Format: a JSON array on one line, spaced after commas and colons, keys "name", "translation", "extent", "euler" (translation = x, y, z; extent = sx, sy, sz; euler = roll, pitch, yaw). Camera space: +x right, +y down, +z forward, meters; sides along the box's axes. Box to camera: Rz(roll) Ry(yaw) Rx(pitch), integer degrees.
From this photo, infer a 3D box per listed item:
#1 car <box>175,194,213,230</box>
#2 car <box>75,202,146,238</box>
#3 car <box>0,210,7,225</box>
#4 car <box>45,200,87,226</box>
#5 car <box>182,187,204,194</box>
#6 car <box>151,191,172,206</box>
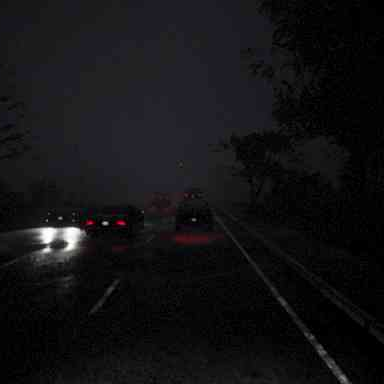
[{"name": "car", "translation": [0.097, 1.108, 18.334], "extent": [1.882, 1.535, 5.008], "euler": [0, 1, 0]}, {"name": "car", "translation": [-3.402, 1.234, 15.555], "extent": [2.033, 1.411, 5.357], "euler": [0, 1, 0]}, {"name": "car", "translation": [-10.549, 1.247, 14.893], "extent": [2.033, 1.411, 5.357], "euler": [0, 1, 1]}, {"name": "car", "translation": [-7.007, 1.170, 19.687], "extent": [1.994, 1.385, 4.181], "euler": [0, 1, 0]}, {"name": "car", "translation": [0.097, 0.511, 37.284], "extent": [2.150, 2.045, 5.566], "euler": [0, 0, 0]}, {"name": "car", "translation": [-3.404, 0.642, 37.776], "extent": [2.097, 1.767, 4.553], "euler": [0, 0, 0]}]
